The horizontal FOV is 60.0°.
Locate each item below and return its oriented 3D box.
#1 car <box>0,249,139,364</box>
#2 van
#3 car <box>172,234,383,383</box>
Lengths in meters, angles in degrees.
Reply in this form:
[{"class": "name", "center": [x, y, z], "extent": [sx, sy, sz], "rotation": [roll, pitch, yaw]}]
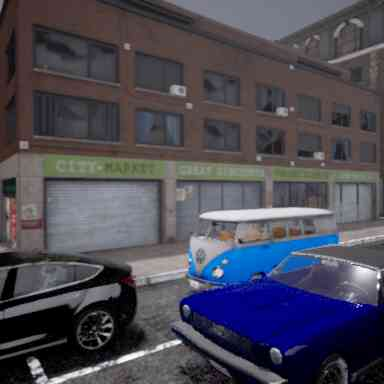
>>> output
[{"class": "car", "center": [-2.835, 1.564, 4.538], "extent": [4.313, 1.339, 1.947], "rotation": [-1, 0, -35]}, {"class": "van", "center": [1.765, 1.293, 7.813], "extent": [3.998, 1.788, 1.690], "rotation": [-1, 0, -35]}, {"class": "car", "center": [2.091, 1.565, 4.865], "extent": [4.718, 1.301, 1.895], "rotation": [-1, 0, -35]}]
